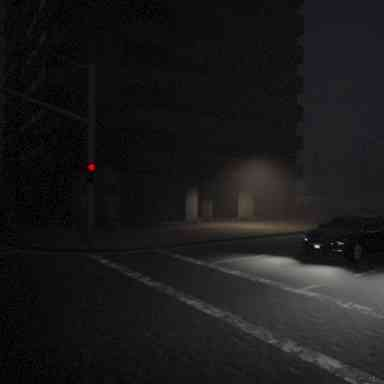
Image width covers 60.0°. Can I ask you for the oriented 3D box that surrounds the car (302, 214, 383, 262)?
[{"bbox_3d":[6.228,1.624,12.692,4.892,1.490,1.837,1,0,-35],"label":"car"}]
